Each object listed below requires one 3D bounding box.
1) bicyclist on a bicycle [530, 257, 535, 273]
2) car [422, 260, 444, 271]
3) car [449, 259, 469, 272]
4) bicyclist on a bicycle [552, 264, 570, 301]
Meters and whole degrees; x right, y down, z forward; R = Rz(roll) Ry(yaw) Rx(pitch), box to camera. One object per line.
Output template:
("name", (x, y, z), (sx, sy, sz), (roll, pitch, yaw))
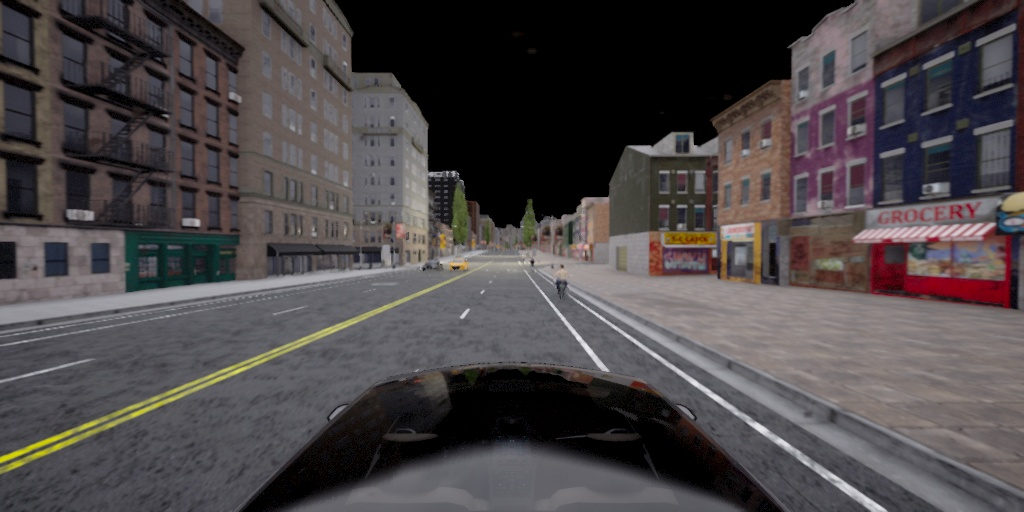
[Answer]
("bicyclist on a bicycle", (2.252, 1.009, 39.770), (0.659, 1.776, 1.843), (0, 1, 0))
("car", (-9.771, 1.173, 44.426), (1.994, 1.385, 4.181), (0, 0, 1))
("car", (-6.524, 1.087, 44.315), (1.882, 1.535, 5.008), (0, 0, 0))
("bicyclist on a bicycle", (2.254, 1.177, 16.262), (0.866, 1.612, 1.509), (0, 0, 0))
